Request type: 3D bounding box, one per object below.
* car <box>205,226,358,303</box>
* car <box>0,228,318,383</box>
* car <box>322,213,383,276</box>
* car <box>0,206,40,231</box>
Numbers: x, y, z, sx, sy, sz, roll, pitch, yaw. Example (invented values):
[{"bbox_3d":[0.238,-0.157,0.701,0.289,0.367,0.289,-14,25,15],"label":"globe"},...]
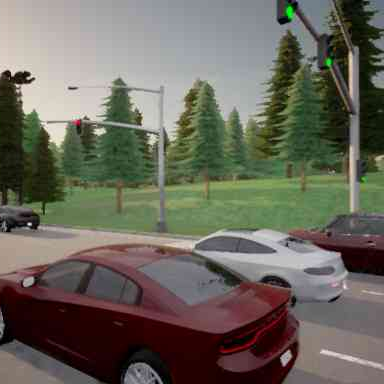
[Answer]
[{"bbox_3d":[0.996,1.547,7.582,4.674,1.442,1.812,0,0,35],"label":"car"},{"bbox_3d":[-1.073,1.499,4.757,5.008,1.535,1.882,0,0,35],"label":"car"},{"bbox_3d":[4.546,1.362,9.347,4.553,1.767,2.097,0,0,35],"label":"car"},{"bbox_3d":[-11.398,1.634,20.715,4.892,1.490,1.837,0,0,35],"label":"car"}]
